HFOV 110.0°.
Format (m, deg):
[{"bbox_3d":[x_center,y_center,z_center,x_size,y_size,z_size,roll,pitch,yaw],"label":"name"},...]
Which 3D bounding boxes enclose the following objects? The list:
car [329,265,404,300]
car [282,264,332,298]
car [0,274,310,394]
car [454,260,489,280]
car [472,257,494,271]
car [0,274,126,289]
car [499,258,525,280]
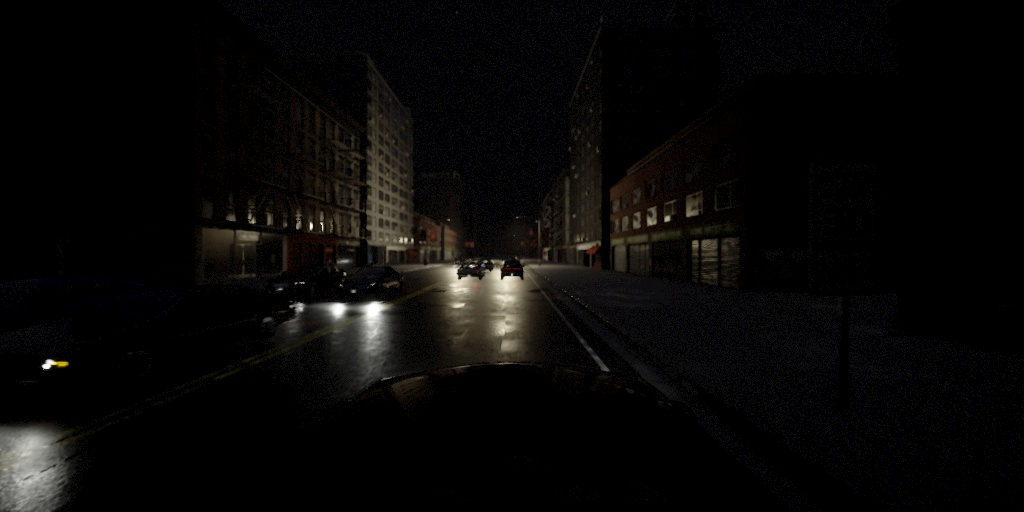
[{"bbox_3d":[-6.587,1.193,17.232,1.812,1.442,4.674,0,0,0],"label":"car"},{"bbox_3d":[-9.841,1.156,17.688,2.128,1.511,4.902,0,0,0],"label":"car"},{"bbox_3d":[-6.600,1.269,7.100,2.033,1.411,5.357,0,0,0],"label":"car"},{"bbox_3d":[-3.235,1.203,29.212,1.895,1.301,4.718,0,0,0],"label":"car"},{"bbox_3d":[-3.194,1.077,42.934,2.033,1.411,5.357,0,0,1],"label":"car"},{"bbox_3d":[-9.847,1.197,7.497,1.882,1.535,5.008,0,0,0],"label":"car"},{"bbox_3d":[0.021,1.108,29.365,1.837,1.490,4.892,0,1,0],"label":"car"}]
